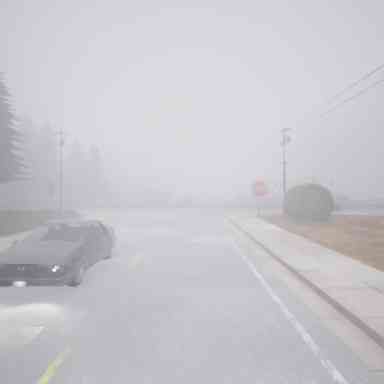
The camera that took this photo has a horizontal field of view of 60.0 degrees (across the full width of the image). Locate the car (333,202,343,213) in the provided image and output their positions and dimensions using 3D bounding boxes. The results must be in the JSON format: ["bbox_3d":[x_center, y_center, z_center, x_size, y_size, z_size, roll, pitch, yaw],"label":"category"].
[{"bbox_3d":[12.362,1.292,33.057,4.892,1.490,1.837,0,0,1],"label":"car"}]

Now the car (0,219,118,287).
[{"bbox_3d":[-3.525,1.496,9.497,2.033,1.411,5.357,0,0,0],"label":"car"}]
